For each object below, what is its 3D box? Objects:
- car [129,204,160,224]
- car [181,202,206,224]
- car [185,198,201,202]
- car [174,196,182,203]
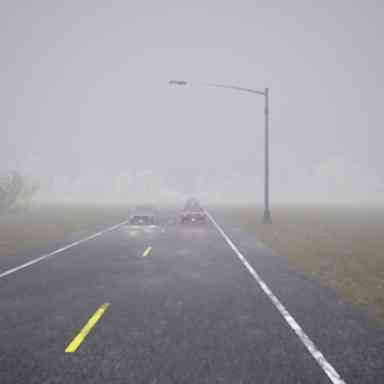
[{"bbox_3d":[-3.597,1.685,26.083,2.033,1.411,5.357,0,0,0],"label":"car"},{"bbox_3d":[0.101,1.741,26.483,1.895,1.301,4.718,0,0,0],"label":"car"},{"bbox_3d":[0.103,1.585,44.706,2.097,1.767,4.553,0,0,0],"label":"car"},{"bbox_3d":[-3.495,1.789,83.834,2.097,1.767,4.553,0,0,0],"label":"car"}]
